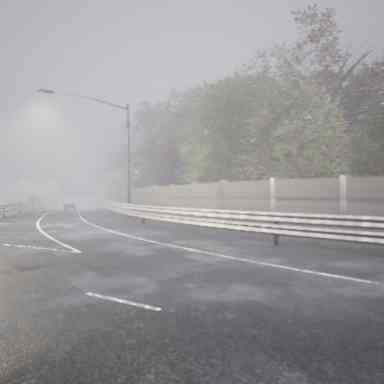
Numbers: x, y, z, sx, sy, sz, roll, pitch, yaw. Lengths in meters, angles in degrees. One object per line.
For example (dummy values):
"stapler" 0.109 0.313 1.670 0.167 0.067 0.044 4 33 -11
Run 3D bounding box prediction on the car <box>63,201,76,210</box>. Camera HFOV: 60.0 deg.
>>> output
"car" -21.869 2.421 59.515 1.812 1.442 4.674 -1 -2 -17
